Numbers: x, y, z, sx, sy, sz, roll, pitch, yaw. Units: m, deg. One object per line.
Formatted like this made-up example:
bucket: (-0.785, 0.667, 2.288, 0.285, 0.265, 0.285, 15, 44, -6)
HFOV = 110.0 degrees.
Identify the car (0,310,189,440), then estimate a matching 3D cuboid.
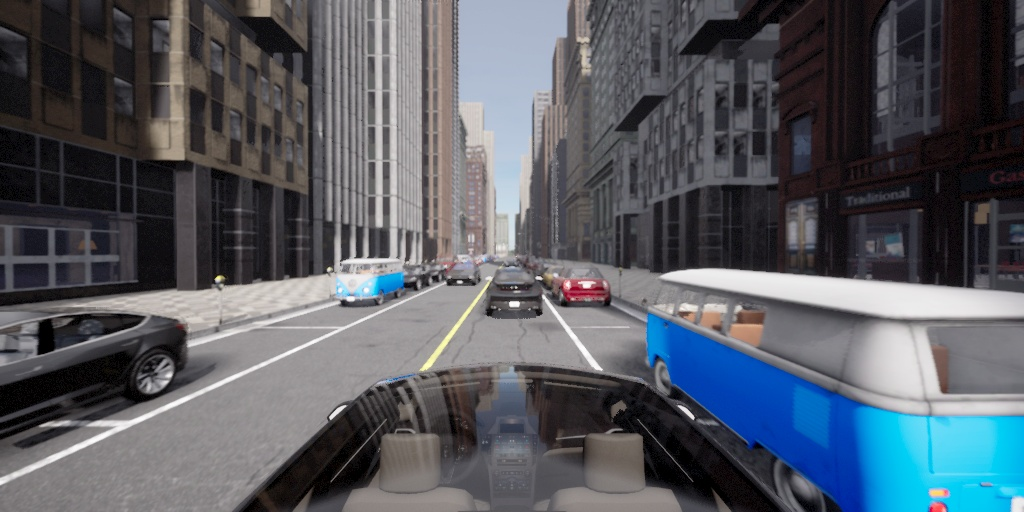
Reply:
car: (-5.766, 1.303, 3.704, 1.948, 1.339, 4.313, 0, 0, 0)

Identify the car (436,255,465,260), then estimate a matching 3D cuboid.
car: (-5.839, 0.859, 31.886, 2.192, 1.841, 5.009, 0, 0, 0)

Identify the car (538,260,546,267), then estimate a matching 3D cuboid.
car: (2.714, 1.145, 20.817, 1.751, 1.417, 4.829, 0, 0, 0)

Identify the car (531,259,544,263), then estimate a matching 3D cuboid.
car: (2.700, 1.132, 26.283, 2.007, 1.370, 4.403, 0, 0, 0)

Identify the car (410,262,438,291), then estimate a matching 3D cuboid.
car: (-5.810, 1.187, 20.613, 1.948, 1.339, 4.313, 0, 0, 0)

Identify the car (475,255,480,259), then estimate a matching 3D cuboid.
car: (-5.884, 0.868, 48.796, 1.967, 1.591, 4.097, 0, 0, 0)

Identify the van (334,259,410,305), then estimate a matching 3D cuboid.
van: (-5.795, 1.000, 14.977, 1.690, 1.789, 3.998, 0, 0, 0)

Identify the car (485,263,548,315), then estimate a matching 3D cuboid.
car: (0.072, 1.177, 13.226, 1.837, 1.490, 4.892, 0, 1, 0)

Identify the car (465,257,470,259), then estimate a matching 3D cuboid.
car: (-5.854, 1.050, 37.523, 1.888, 1.381, 4.507, 0, 0, 0)

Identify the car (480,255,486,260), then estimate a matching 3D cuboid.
car: (-5.913, 0.792, 60.070, 1.967, 1.591, 4.097, 0, 0, 0)

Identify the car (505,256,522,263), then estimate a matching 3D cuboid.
car: (-0.017, 1.038, 47.372, 1.895, 1.301, 4.718, 0, 0, 0)

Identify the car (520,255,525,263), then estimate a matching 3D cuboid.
car: (2.641, 0.742, 48.828, 2.192, 1.841, 5.009, 0, 0, 0)

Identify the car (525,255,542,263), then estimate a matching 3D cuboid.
car: (2.671, 0.944, 37.555, 1.967, 1.591, 4.097, 0, 0, 0)

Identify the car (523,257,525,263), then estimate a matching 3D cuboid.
car: (2.656, 1.031, 43.191, 1.948, 1.339, 4.313, 0, 0, 0)

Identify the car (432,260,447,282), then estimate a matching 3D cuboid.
car: (-5.825, 1.148, 26.250, 1.948, 1.339, 4.313, 0, 0, 0)

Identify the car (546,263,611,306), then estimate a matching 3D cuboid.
car: (2.730, 1.098, 15.011, 1.967, 1.591, 4.097, 0, 0, 0)

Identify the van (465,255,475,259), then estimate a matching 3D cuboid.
van: (-5.869, 0.808, 43.160, 1.690, 1.789, 3.998, 0, 0, 0)

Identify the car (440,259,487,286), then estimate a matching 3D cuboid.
car: (-3.076, 1.146, 23.913, 2.033, 1.411, 5.357, 0, 0, 0)

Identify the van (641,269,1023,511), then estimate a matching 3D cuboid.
van: (2.759, 1.076, 3.738, 1.690, 1.789, 3.998, 0, 0, 0)
